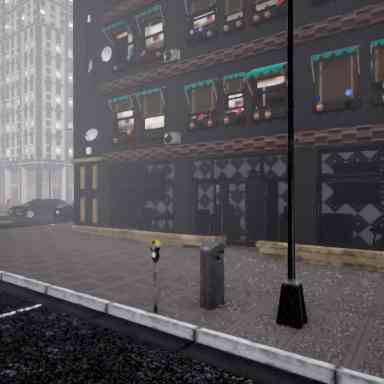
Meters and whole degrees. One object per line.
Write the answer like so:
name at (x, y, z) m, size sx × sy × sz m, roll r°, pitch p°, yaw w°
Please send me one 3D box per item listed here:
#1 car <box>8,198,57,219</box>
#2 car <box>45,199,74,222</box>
car at (-11.901, 1.239, 26.400) m, size 1.837 × 1.490 × 4.892 m, roll 0°, pitch 1°, yaw 35°
car at (-7.336, 1.279, 22.805) m, size 1.947 × 1.339 × 4.313 m, roll 1°, pitch 1°, yaw 35°
